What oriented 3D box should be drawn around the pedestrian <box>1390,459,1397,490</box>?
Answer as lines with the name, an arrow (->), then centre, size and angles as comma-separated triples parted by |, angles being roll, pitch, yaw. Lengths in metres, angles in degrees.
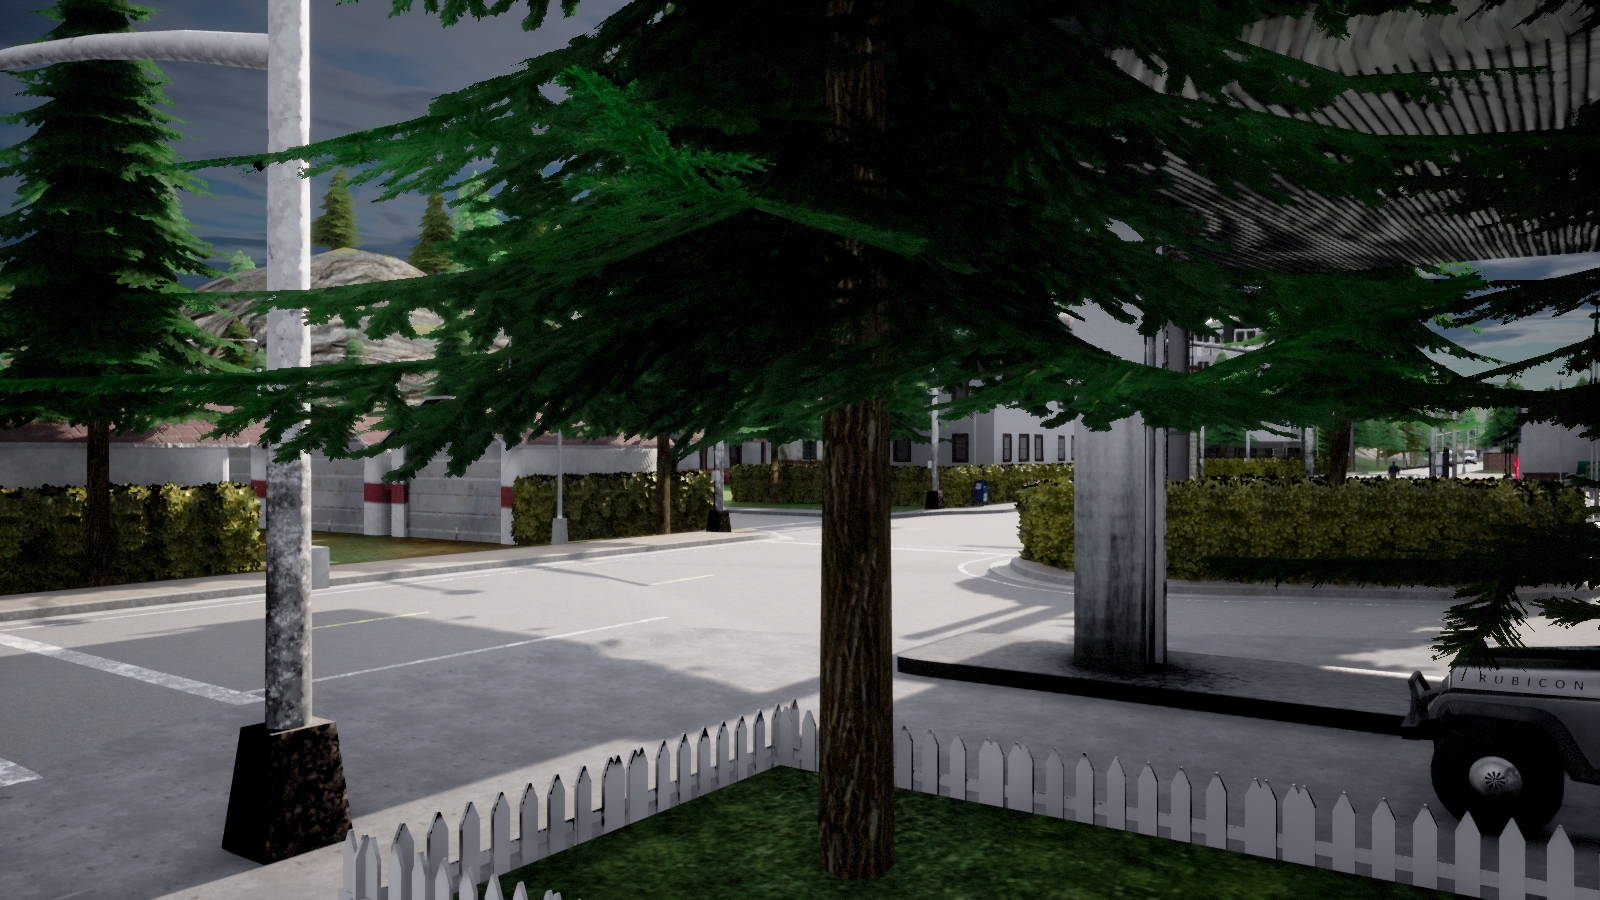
pedestrian -> 36.023, 1.502, 69.347 | 0.375, 1.860, 0.375 | 0, 0, 34
